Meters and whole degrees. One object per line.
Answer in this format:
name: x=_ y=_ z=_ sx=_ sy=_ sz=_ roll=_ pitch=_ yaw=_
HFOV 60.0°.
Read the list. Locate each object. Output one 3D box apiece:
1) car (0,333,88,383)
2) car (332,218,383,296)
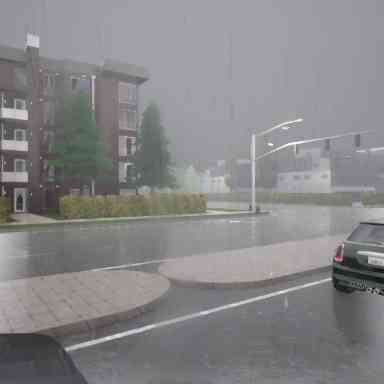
car: x=-3.164 y=1.547 z=1.492 sx=5.357 sy=1.411 sz=2.033 roll=0 pitch=0 yaw=-35
car: x=5.272 y=1.352 z=7.629 sx=4.553 sy=1.767 sz=2.097 roll=0 pitch=0 yaw=-35
